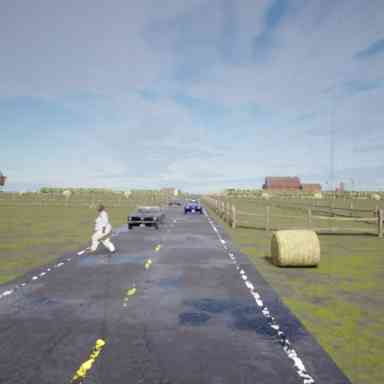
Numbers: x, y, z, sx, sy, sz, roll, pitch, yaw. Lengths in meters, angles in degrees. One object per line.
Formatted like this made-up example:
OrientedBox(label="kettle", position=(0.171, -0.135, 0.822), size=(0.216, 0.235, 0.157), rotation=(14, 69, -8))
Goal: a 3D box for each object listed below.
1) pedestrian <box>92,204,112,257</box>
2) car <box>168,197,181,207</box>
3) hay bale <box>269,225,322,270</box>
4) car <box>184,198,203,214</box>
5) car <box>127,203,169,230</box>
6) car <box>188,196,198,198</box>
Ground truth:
OrientedBox(label="pedestrian", position=(-3.120, 1.297, 11.519), size=(0.375, 1.860, 0.375), rotation=(1, -1, 2))
OrientedBox(label="car", position=(-2.758, 1.565, 53.023), size=(2.033, 1.411, 5.357), rotation=(0, 0, 0))
OrientedBox(label="hay bale", position=(3.134, 1.659, 10.194), size=(1.220, 1.180, 1.240), rotation=(-1, -1, 0))
OrientedBox(label="car", position=(0.155, 1.613, 36.009), size=(1.895, 1.301, 4.718), rotation=(0, 0, 0))
OrientedBox(label="car", position=(-2.810, 1.607, 21.301), size=(1.895, 1.301, 4.718), rotation=(0, 0, 1))
OrientedBox(label="car", position=(0.166, 1.368, 47.690), size=(2.097, 1.767, 4.553), rotation=(0, 0, 0))
